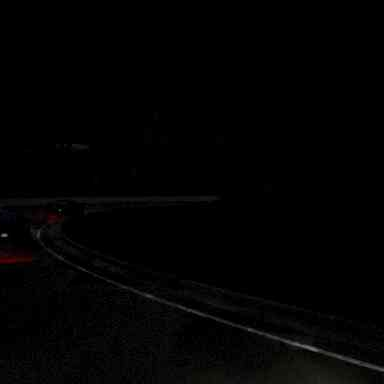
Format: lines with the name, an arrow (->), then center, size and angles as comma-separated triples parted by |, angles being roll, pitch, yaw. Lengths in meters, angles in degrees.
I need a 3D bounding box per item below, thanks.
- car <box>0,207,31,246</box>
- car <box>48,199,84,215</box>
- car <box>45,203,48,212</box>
car -> -8.380, 1.511, 14.871 | 1.882, 1.535, 5.008 | 0, 0, -30
car -> -12.866, 1.601, 34.873 | 1.812, 1.442, 4.674 | 0, 0, 2
car -> -15.778, 1.612, 39.873 | 1.812, 1.442, 4.674 | 0, 0, 8
